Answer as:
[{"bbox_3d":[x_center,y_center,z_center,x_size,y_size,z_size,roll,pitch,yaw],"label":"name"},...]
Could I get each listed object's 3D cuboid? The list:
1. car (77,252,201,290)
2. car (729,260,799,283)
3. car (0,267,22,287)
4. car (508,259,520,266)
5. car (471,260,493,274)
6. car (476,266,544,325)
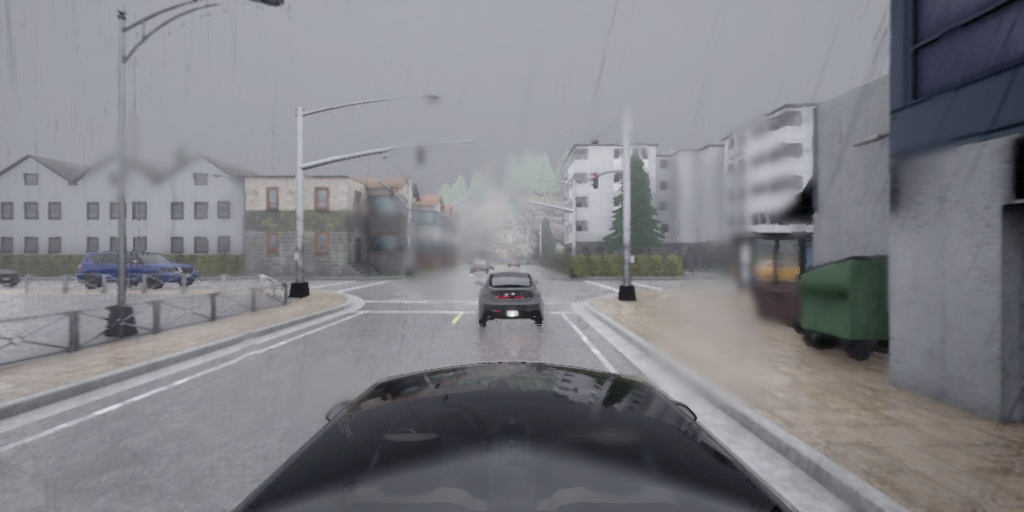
[{"bbox_3d":[-20.986,0.780,20.292,5.566,2.045,2.150,0,0,0],"label":"car"},{"bbox_3d":[17.210,1.033,23.878,5.008,1.535,1.882,0,0,0],"label":"car"},{"bbox_3d":[-31.113,1.036,20.330,5.008,1.535,1.882,0,0,0],"label":"car"},{"bbox_3d":[0.377,1.262,63.436,1.994,1.385,4.181,0,0,4],"label":"car"},{"bbox_3d":[-3.583,1.242,41.552,1.812,1.442,4.674,0,0,0],"label":"car"},{"bbox_3d":[-0.112,1.246,11.733,1.837,1.490,4.892,0,0,-3],"label":"car"}]
